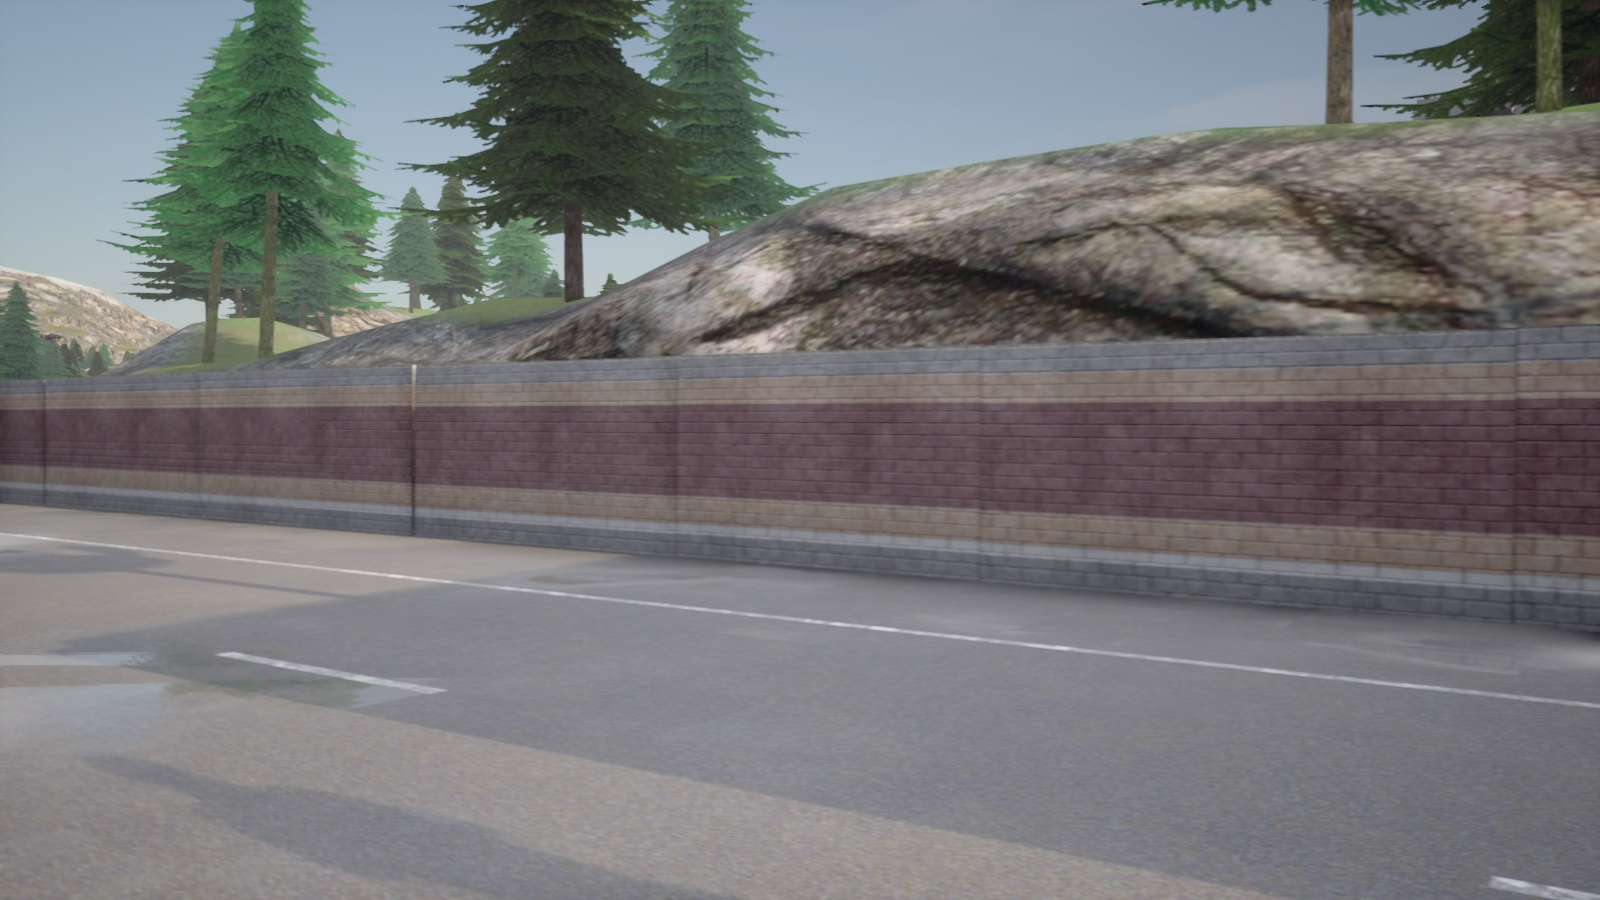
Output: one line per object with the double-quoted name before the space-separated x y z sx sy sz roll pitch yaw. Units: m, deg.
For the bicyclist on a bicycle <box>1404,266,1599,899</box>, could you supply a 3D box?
"bicyclist on a bicycle" 2.126 0.552 2.208 1.843 1.776 0.659 0 1 34
